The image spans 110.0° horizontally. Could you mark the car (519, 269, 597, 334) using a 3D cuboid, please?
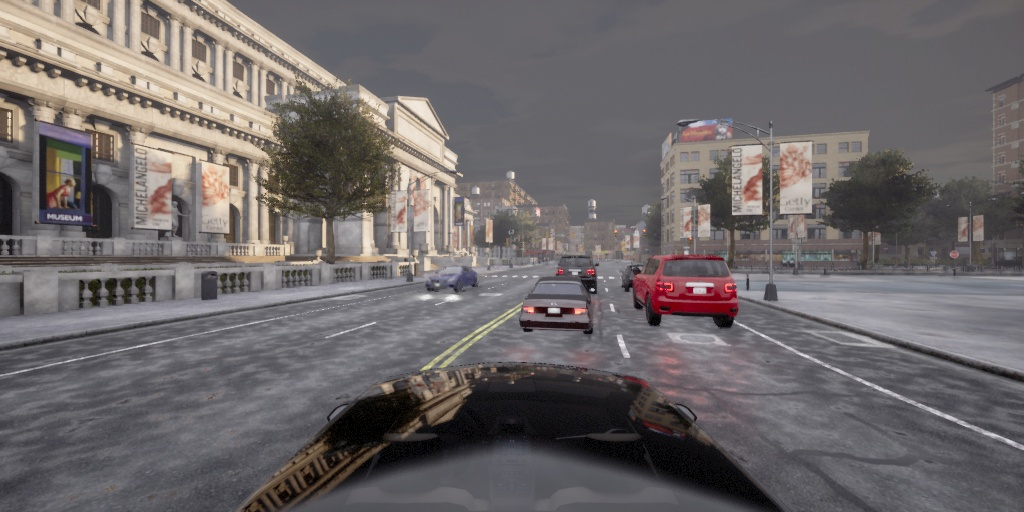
[{"bbox_3d":[1.455,1.297,10.677,2.033,1.411,5.357,0,0,11],"label":"car"}]

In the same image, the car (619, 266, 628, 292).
[{"bbox_3d":[7.528,1.255,21.208,1.837,1.490,4.892,0,0,13],"label":"car"}]

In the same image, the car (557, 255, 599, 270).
[{"bbox_3d":[3.786,0.971,20.656,2.150,2.045,5.566,0,0,13],"label":"car"}]

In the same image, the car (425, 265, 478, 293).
[{"bbox_3d":[-3.400,1.275,21.272,1.812,1.442,4.674,0,0,14],"label":"car"}]

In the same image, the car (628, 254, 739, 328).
[{"bbox_3d":[5.327,0.972,11.717,2.150,2.045,5.566,0,0,12],"label":"car"}]
